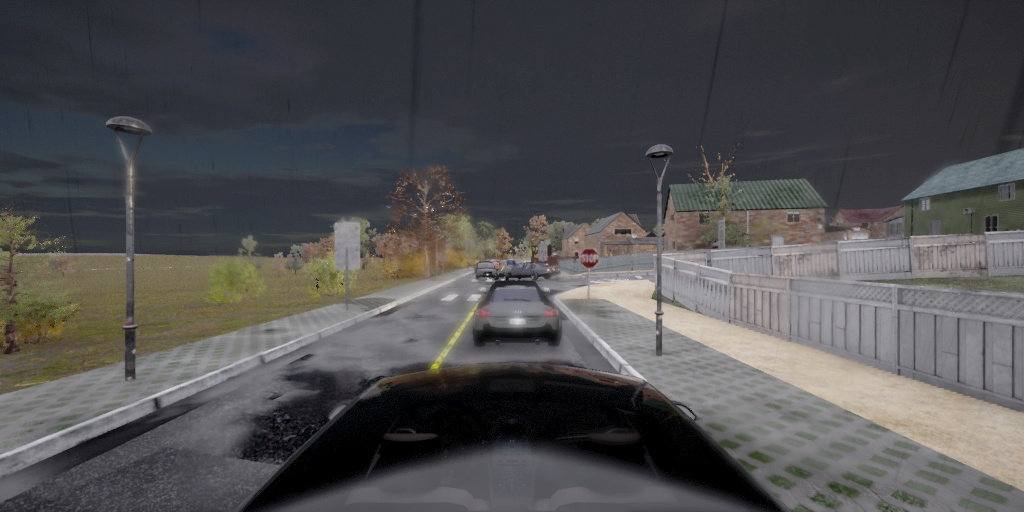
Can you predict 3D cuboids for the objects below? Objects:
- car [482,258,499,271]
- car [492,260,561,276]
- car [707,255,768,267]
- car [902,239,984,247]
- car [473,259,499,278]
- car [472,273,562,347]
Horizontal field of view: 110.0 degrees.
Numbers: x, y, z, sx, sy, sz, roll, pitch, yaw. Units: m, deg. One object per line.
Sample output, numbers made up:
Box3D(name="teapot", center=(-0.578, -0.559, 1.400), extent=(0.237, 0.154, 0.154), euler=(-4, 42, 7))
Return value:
Box3D(name="car", center=(-2.952, 1.120, 51.104), extent=(2.097, 1.767, 4.553), euler=(0, 0, 1))
Box3D(name="car", center=(1.280, 1.197, 28.383), extent=(5.357, 1.411, 2.033), euler=(-4, -3, 43))
Box3D(name="car", center=(14.343, 0.413, 22.788), extent=(4.181, 1.385, 1.994), euler=(-3, 0, 16))
Box3D(name="car", center=(23.848, -0.208, 20.386), extent=(4.902, 1.511, 2.128), euler=(-3, 0, 14))
Box3D(name="car", center=(-2.314, 1.257, 31.287), extent=(1.837, 1.490, 4.892), euler=(0, 0, -8))
Box3D(name="car", center=(0.086, 1.313, 9.366), extent=(1.994, 1.385, 4.181), euler=(0, 0, -1))
